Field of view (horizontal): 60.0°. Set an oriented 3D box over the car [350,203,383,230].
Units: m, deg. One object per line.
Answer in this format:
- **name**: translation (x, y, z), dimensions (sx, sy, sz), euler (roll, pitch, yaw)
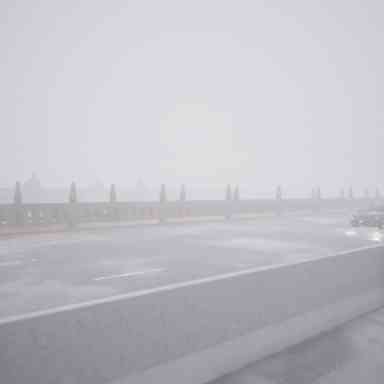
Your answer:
- **car**: translation (11.975, 1.513, 21.122), dimensions (4.892, 1.490, 1.837), euler (0, 0, -35)
